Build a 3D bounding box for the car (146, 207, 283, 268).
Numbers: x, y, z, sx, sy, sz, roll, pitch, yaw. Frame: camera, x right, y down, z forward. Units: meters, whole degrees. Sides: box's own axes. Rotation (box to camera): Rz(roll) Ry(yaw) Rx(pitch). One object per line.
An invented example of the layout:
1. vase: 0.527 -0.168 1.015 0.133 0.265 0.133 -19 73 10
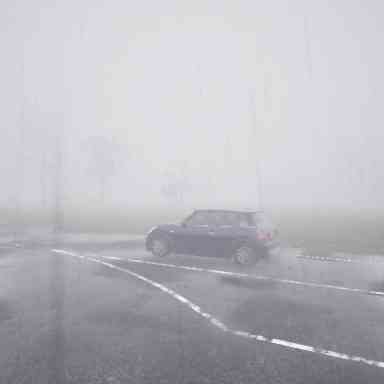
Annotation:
1. car: 0.642 1.325 11.369 4.553 1.767 2.097 0 0 29
